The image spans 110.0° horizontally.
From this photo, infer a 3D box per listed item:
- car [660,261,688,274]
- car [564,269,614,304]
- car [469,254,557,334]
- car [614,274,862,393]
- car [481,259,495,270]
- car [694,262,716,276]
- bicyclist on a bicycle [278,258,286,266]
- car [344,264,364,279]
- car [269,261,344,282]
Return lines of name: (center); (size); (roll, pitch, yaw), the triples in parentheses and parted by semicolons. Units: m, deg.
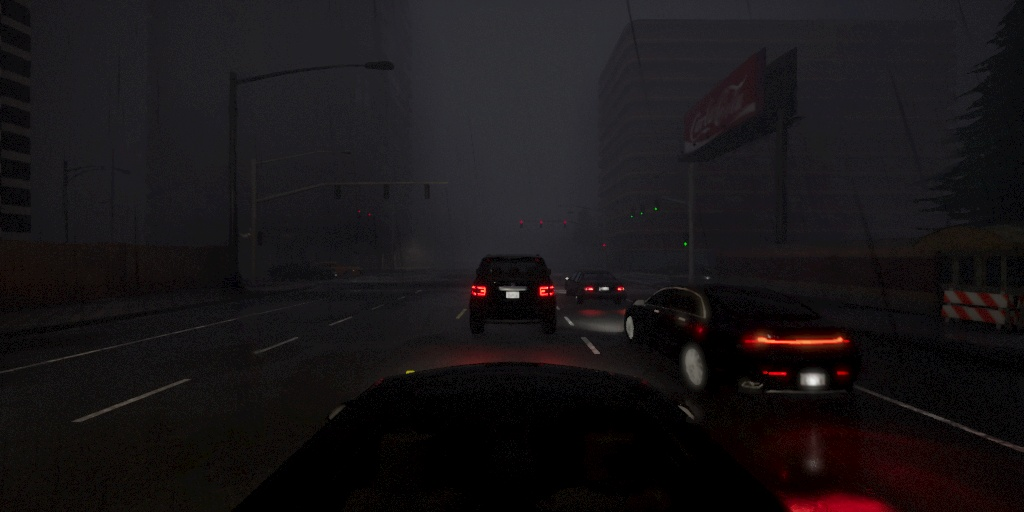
car: (18.628, 1.276, 39.236); (4.674, 1.442, 1.812); (0, 0, 0)
car: (3.588, 1.297, 16.222); (2.033, 1.411, 5.357); (0, 0, 0)
car: (0.042, 0.971, 10.770); (2.150, 2.045, 5.566); (0, 0, 1)
car: (3.599, 1.253, 6.706); (1.837, 1.490, 4.892); (0, -1, 0)
car: (-3.563, 1.276, 54.960); (1.812, 1.442, 4.674); (0, 0, 0)
car: (21.310, 1.228, 35.751); (5.008, 1.535, 1.882); (0, 0, 0)
bicyclist on a bicycle: (-28.012, 1.051, 43.759); (0.582, 1.620, 1.656); (0, 0, 0)
car: (-15.933, 1.228, 32.084); (5.008, 1.535, 1.882); (0, 0, -4)
car: (-16.401, 1.241, 28.340); (4.902, 1.511, 2.128); (0, 0, 0)
